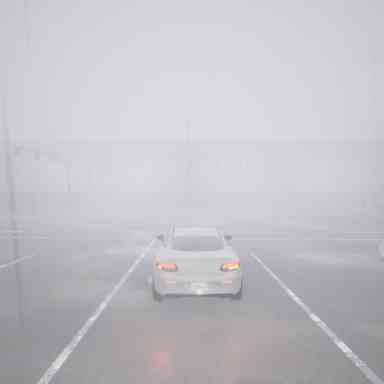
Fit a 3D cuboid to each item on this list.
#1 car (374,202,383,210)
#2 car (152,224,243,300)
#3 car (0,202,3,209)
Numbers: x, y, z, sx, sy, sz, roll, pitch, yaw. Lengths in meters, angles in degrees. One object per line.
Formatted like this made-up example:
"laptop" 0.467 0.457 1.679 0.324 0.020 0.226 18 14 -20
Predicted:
"car" 23.300 1.396 37.886 4.674 1.442 1.812 -1 0 2
"car" 0.073 1.526 8.251 1.812 1.442 4.674 0 0 -1
"car" -25.042 1.477 39.193 5.008 1.535 1.882 0 0 2
